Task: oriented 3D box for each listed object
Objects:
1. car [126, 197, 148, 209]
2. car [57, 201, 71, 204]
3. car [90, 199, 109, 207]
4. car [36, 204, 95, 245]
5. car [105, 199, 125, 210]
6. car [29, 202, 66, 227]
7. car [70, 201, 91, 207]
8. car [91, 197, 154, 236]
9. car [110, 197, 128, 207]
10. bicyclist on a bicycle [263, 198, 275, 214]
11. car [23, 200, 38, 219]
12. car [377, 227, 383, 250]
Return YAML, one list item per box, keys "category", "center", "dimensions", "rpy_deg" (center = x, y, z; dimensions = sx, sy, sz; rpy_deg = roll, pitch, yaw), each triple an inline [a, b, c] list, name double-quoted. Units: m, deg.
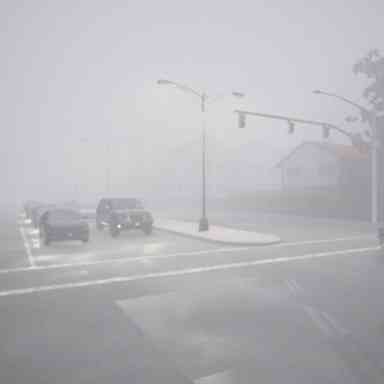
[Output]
- category: "car"
  center: [-8.797, 1.684, 52.556]
  dimensions: [2.097, 1.767, 4.553]
  rpy_deg: [0, 0, -29]
- category: "car"
  center: [-13.225, 1.756, 36.430]
  dimensions: [1.837, 1.490, 4.892]
  rpy_deg: [0, 0, -28]
- category: "car"
  center: [-16.663, 1.943, 59.694]
  dimensions: [2.033, 1.411, 5.357]
  rpy_deg: [0, 0, -29]
- category: "car"
  center: [-6.462, 1.595, 16.635]
  dimensions: [1.882, 1.535, 5.008]
  rpy_deg: [0, 0, -28]
- category: "car"
  center: [-11.836, 1.857, 50.918]
  dimensions: [1.812, 1.442, 4.674]
  rpy_deg: [0, 0, -28]
- category: "car"
  center: [-10.775, 1.701, 24.606]
  dimensions: [1.812, 1.442, 4.674]
  rpy_deg: [0, 0, -29]
- category: "car"
  center: [-8.805, 1.717, 28.319]
  dimensions: [1.812, 1.442, 4.674]
  rpy_deg: [0, 0, -29]
- category: "car"
  center: [-4.139, 1.350, 19.740]
  dimensions: [2.150, 2.045, 5.566]
  rpy_deg: [0, 0, -28]
- category: "car"
  center: [-13.574, 1.749, 61.341]
  dimensions: [2.097, 1.767, 4.553]
  rpy_deg: [0, 0, -29]
- category: "bicyclist on a bicycle"
  center: [7.931, 1.479, 34.109]
  dimensions: [1.656, 1.620, 0.582]
  rpy_deg: [0, 0, -29]
- category: "car"
  center: [-15.242, 1.713, 32.809]
  dimensions: [1.882, 1.535, 5.008]
  rpy_deg: [0, 0, -28]
- category: "car"
  center: [8.347, 1.646, 11.426]
  dimensions: [1.895, 1.301, 4.718]
  rpy_deg: [0, 0, 4]
